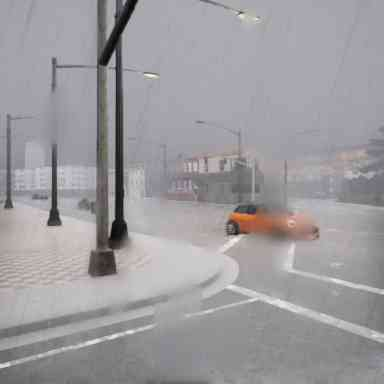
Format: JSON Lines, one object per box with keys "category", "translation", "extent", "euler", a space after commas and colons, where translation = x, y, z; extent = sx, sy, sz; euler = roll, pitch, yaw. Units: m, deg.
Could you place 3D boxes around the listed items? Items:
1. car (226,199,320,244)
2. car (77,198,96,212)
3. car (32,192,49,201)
{"category": "car", "translation": [3.745, 1.353, 15.967], "extent": [2.097, 1.767, 4.553], "euler": [0, 0, -36]}
{"category": "car", "translation": [-11.185, 1.352, 36.717], "extent": [1.812, 1.442, 4.674], "euler": [0, 1, -36]}
{"category": "car", "translation": [-26.377, 0.765, 57.830], "extent": [2.033, 1.411, 5.357], "euler": [0, 1, -36]}
